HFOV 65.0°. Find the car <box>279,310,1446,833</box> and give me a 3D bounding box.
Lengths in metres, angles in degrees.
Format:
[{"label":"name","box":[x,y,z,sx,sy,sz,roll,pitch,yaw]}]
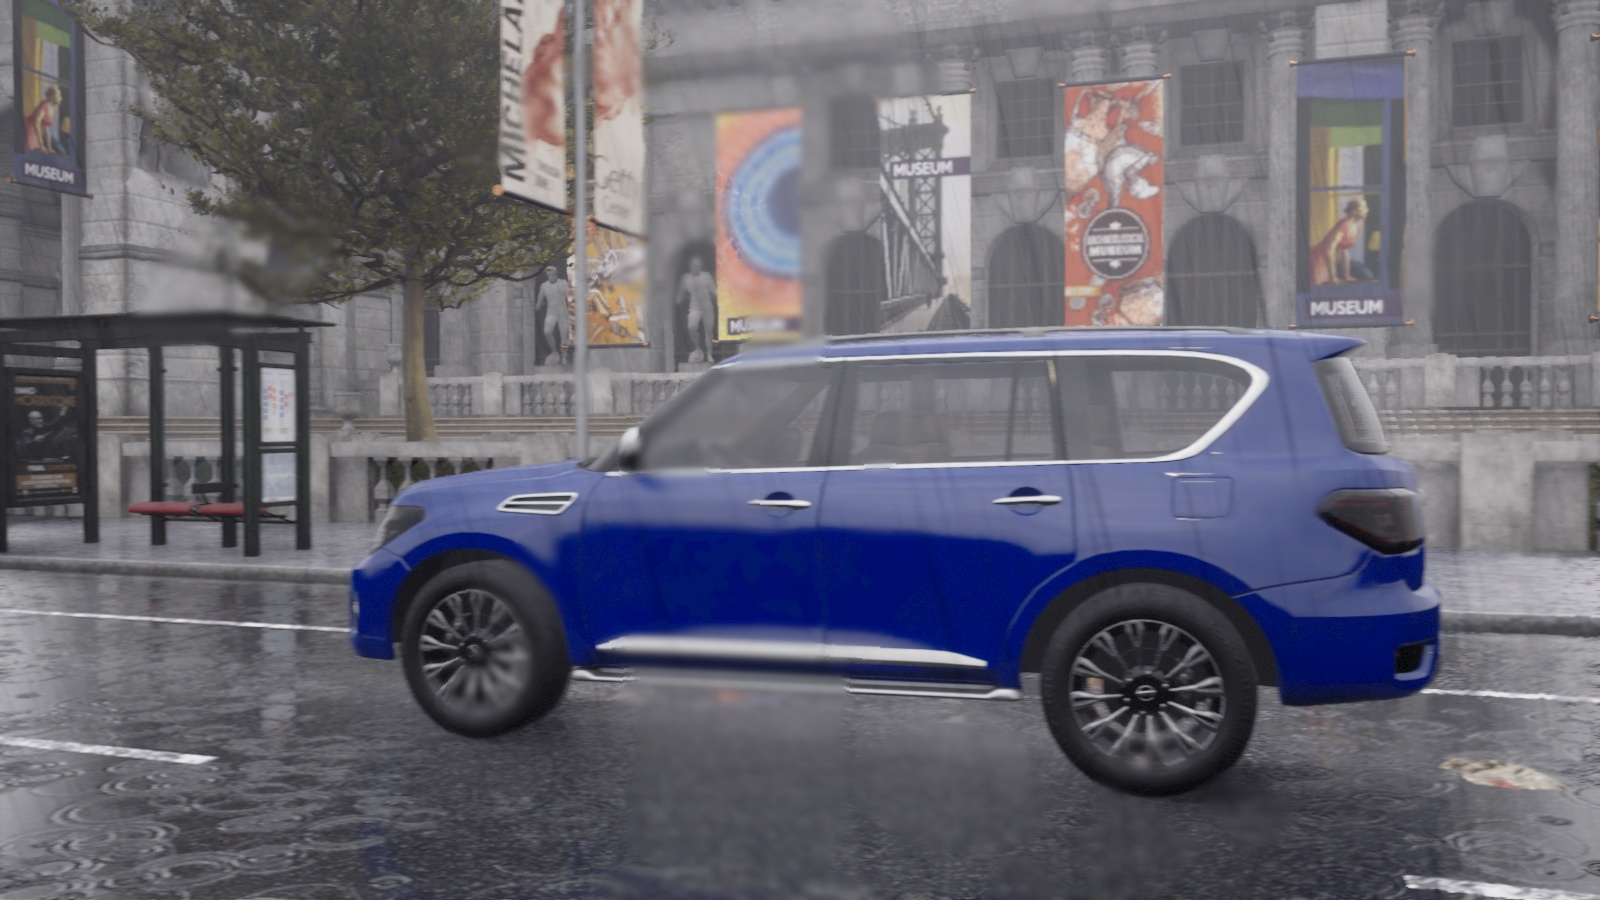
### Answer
[{"label":"car","box":[0.215,0.437,6.809,5.566,2.045,2.150,1,1,19]}]
